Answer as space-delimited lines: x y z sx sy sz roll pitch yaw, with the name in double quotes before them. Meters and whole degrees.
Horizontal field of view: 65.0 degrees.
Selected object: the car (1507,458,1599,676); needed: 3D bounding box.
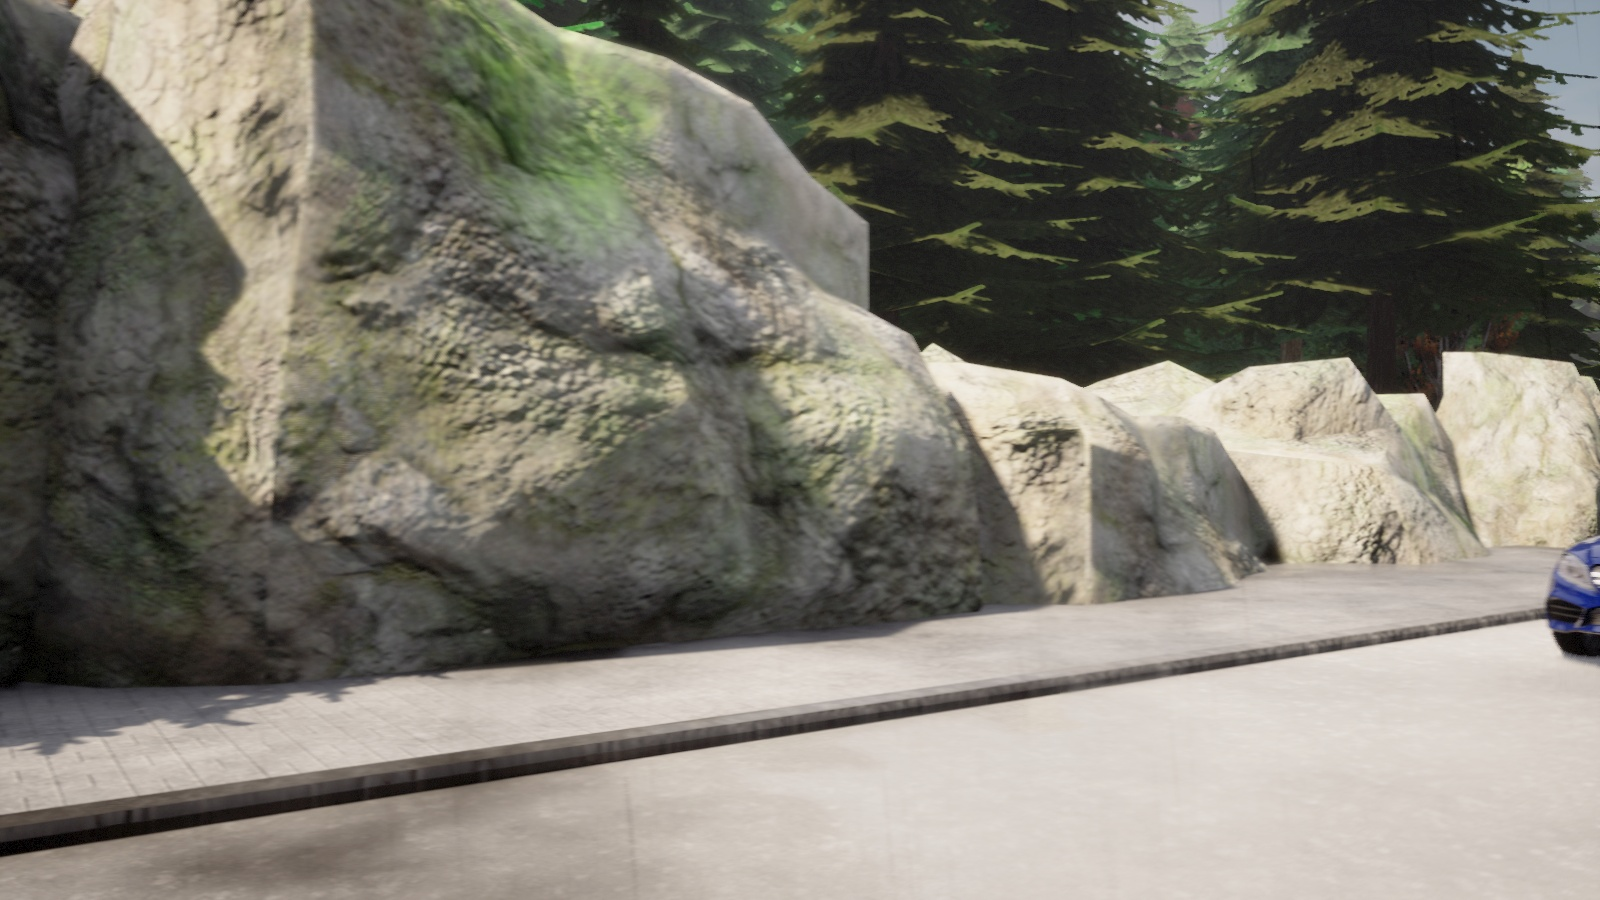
"car" 7.406 0.777 9.421 4.674 1.442 1.812 0 0 -35
